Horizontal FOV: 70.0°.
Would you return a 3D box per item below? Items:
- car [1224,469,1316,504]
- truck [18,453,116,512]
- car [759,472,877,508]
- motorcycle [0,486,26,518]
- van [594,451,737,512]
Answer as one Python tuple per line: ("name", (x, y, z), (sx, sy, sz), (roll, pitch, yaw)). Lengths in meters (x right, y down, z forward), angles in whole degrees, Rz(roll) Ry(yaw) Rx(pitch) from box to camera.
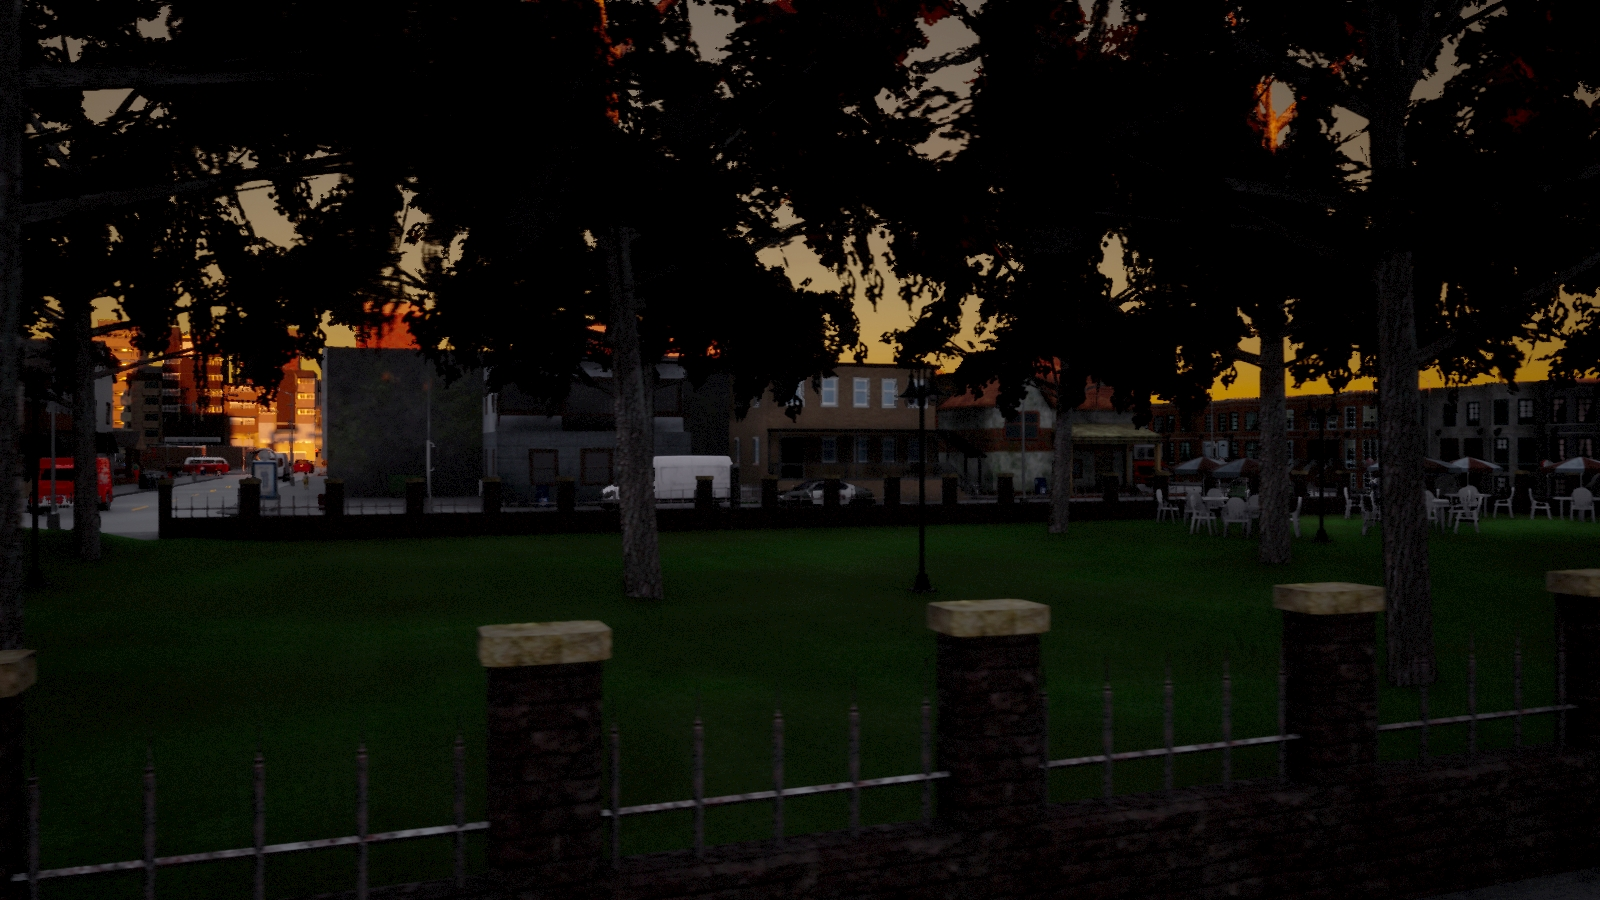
("car", (23.132, 1.779, 56.241), (3.988, 1.617, 1.851), (0, 0, -20))
("truck", (-32.367, 1.349, 50.650), (2.627, 2.467, 5.204), (0, 0, -20))
("car", (0.818, 1.824, 52.441), (4.974, 1.542, 2.038), (1, 0, -21))
("motorcycle", (-30.473, 1.993, 43.423), (0.803, 1.145, 2.033), (0, 0, -3))
("van", (-5.869, 1.314, 49.891), (5.915, 2.561, 1.988), (0, 0, -20))
